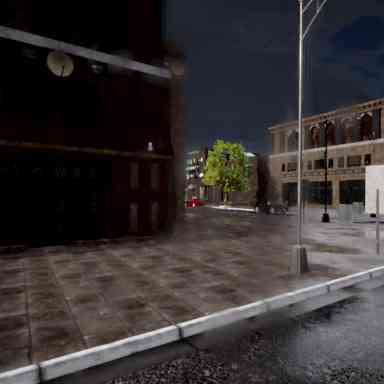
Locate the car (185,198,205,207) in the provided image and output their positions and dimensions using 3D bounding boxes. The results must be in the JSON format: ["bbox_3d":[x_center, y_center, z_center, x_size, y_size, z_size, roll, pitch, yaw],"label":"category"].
[{"bbox_3d":[0.422,1.621,51.459,1.887,1.381,4.507,1,-1,-27],"label":"car"}]

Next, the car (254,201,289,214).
[{"bbox_3d":[8.500,1.624,35.983,2.008,1.369,4.403,1,-1,-27],"label":"car"}]
